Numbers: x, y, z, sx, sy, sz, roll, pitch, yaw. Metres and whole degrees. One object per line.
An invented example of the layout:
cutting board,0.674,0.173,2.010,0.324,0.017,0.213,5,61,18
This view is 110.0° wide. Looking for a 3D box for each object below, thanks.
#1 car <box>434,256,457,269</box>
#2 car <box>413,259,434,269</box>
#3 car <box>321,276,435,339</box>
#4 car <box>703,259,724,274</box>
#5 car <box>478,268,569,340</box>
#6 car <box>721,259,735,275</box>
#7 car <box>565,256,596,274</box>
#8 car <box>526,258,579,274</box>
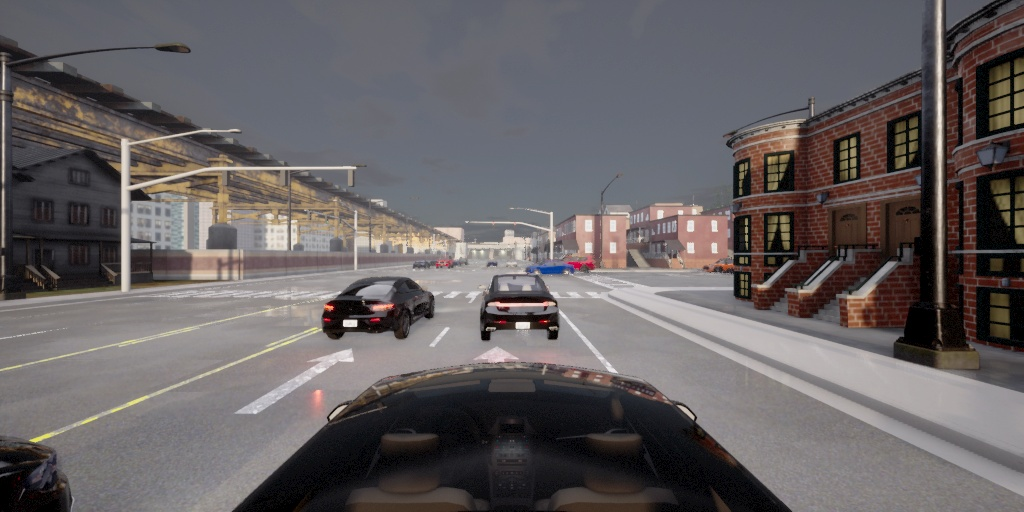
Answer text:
car,-10.747,0.971,57.671,2.150,2.045,5.566,0,0,-1
car,-14.239,1.314,56.571,1.994,1.385,4.181,0,0,0
car,-3.451,1.276,9.960,1.812,1.442,4.674,0,0,0
car,23.954,1.103,40.254,4.553,1.767,2.097,0,0,0
car,0.091,1.242,9.927,2.128,1.511,4.902,0,0,-3
car,25.007,1.297,36.759,5.357,1.411,2.033,0,0,0
car,6.658,0.972,40.793,5.566,2.045,2.150,0,0,8
car,3.751,1.227,35.864,5.008,1.535,1.882,0,-1,-12
